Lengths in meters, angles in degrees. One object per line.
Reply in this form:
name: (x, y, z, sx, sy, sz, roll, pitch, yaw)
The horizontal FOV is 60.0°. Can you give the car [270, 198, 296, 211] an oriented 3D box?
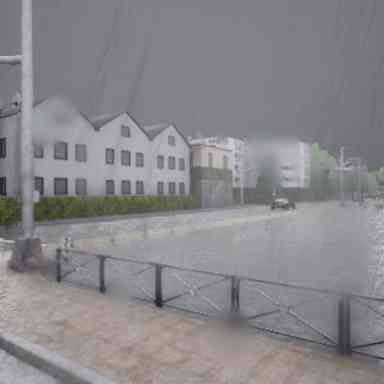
car: (11.111, 1.462, 40.641, 1.812, 1.442, 4.674, -1, 0, 36)
